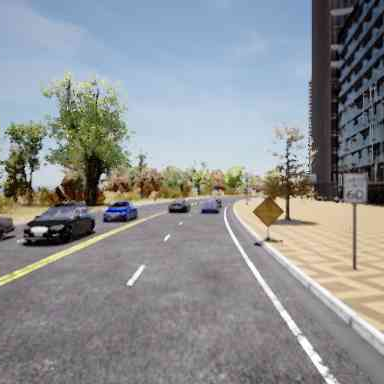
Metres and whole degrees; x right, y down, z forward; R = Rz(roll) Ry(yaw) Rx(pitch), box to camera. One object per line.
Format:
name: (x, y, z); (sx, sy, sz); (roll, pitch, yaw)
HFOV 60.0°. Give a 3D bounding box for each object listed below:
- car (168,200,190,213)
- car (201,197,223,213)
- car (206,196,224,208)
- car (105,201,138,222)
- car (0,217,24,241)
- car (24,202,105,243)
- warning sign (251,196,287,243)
car: (-1.346, 1.502, 36.144); (1.994, 1.385, 4.181); (0, 0, 6)
car: (1.974, 1.490, 35.631); (2.033, 1.411, 5.357); (0, 0, 6)
car: (3.323, 1.418, 47.686); (2.128, 1.511, 4.902); (0, 0, 8)
car: (-5.509, 1.475, 26.269); (1.812, 1.442, 4.674); (0, 0, 4)
car: (-9.516, 1.514, 13.739); (2.033, 1.411, 5.357); (0, 0, 2)
car: (-6.156, 1.457, 16.009); (2.128, 1.511, 4.902); (0, 0, 3)
warning sign: (3.157, 1.094, 13.790); (1.300, 1.860, 1.060); (0, 0, 2)
